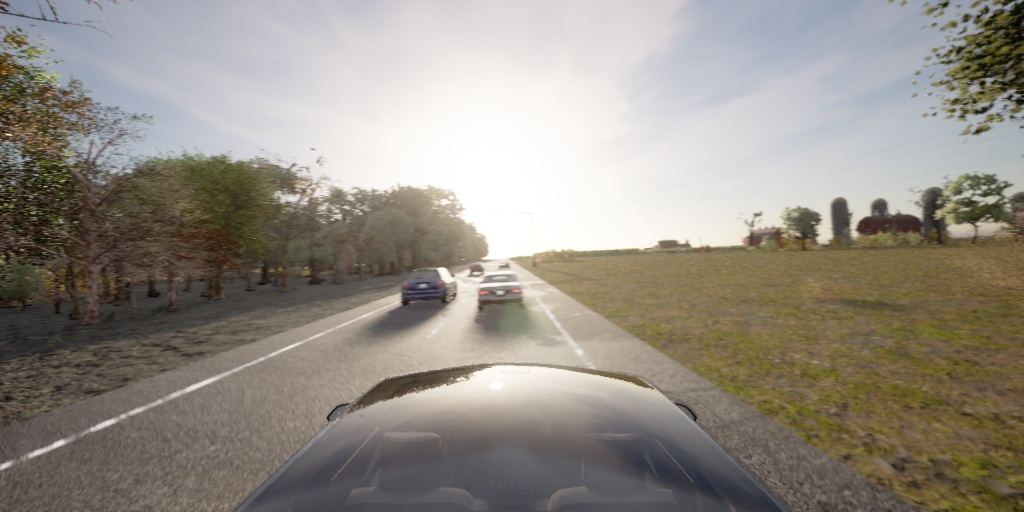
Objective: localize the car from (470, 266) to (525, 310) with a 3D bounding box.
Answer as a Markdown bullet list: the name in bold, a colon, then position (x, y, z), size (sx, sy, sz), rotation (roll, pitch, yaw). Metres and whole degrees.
- **car**: position (-0.460, 1.361, 15.302), size (2.033, 1.411, 5.357), rotation (-3, 0, -1)

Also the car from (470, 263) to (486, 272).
- **car**: position (-4.527, 1.627, 47.445), size (1.837, 1.490, 4.892), rotation (-3, 0, -1)

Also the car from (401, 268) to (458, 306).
- **car**: position (-4.016, 1.368, 18.082), size (2.097, 1.767, 4.553), rotation (-3, 0, -1)

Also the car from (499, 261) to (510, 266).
- **car**: position (-1.264, 1.572, 60.624), size (1.895, 1.301, 4.718), rotation (-3, 0, -1)
